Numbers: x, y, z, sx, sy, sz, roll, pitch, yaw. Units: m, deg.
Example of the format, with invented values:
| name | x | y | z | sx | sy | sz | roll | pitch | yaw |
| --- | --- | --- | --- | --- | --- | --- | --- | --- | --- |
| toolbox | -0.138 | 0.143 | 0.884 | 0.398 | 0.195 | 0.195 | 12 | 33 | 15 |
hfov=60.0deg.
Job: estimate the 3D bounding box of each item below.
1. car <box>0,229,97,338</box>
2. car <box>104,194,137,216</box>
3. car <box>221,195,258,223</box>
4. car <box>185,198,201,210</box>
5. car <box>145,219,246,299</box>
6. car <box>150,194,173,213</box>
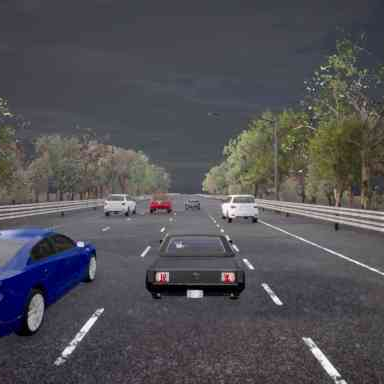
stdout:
| name | x | y | z | sx | sy | sz | roll | pitch | yaw |
| --- | --- | --- | --- | --- | --- | --- | --- | --- | --- |
| car | -3.397 | 1.478 | 6.689 | 1.882 | 1.535 | 5.008 | 0 | 0 | 0 |
| car | -6.902 | 1.243 | 32.483 | 2.150 | 2.045 | 5.566 | 0 | 0 | 1 |
| car | 3.626 | 1.236 | 25.947 | 2.150 | 2.045 | 5.566 | 0 | 0 | -2 |
| car | 0.111 | 1.525 | 42.941 | 2.128 | 1.511 | 4.902 | 0 | 0 | 0 |
| car | 0.098 | 1.601 | 8.382 | 1.895 | 1.301 | 4.718 | 0 | 0 | 1 |
| car | -3.386 | 1.248 | 37.036 | 2.150 | 2.045 | 5.566 | 0 | 0 | 0 |
